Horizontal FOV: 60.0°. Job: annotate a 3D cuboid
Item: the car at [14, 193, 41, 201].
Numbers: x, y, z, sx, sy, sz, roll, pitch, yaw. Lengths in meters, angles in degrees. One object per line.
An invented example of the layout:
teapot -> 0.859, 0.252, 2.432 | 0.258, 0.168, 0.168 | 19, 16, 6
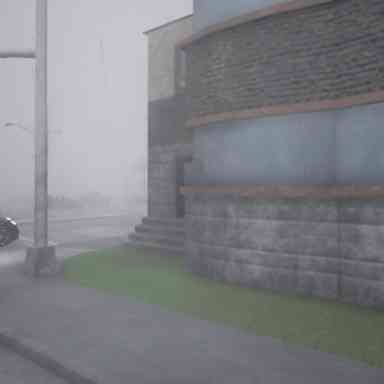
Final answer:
car -> -37.085, 1.092, 75.130 | 2.152, 1.636, 5.027 | 0, 0, 35

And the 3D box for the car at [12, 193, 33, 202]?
car -> -31.897, 1.122, 62.004 | 1.845, 1.501, 3.633 | 0, 0, 35

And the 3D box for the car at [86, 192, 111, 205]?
car -> -14.058, 0.977, 48.354 | 1.932, 1.855, 4.605 | 0, 0, 35

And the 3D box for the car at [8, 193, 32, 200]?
car -> -39.669, 1.090, 76.909 | 2.007, 1.523, 4.514 | 0, 0, 35

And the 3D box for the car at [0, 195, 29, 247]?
car -> -8.579, 1.138, 11.578 | 2.097, 1.767, 4.553 | 0, 1, 36

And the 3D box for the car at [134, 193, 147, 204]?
car -> -6.813, 0.968, 52.851 | 1.905, 1.878, 3.866 | 0, 0, 35

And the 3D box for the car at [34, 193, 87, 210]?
car -> -14.220, 1.201, 36.173 | 2.007, 1.523, 4.514 | 0, 0, 35

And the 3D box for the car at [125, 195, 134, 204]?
car -> -9.166, 1.240, 55.280 | 1.970, 1.475, 3.806 | 0, 0, 35
